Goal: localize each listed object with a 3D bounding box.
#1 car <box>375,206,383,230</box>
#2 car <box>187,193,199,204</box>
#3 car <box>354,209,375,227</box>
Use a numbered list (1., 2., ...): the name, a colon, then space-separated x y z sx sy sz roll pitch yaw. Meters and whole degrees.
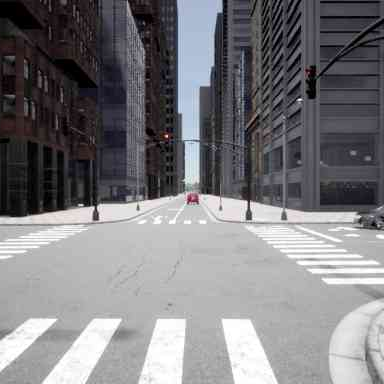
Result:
1. car: 12.157 1.401 16.355 4.902 1.511 2.128 0 0 -1
2. car: 0.191 1.240 62.324 2.150 2.045 5.566 0 0 0
3. car: 12.185 1.393 19.585 4.902 1.511 2.128 0 0 2
